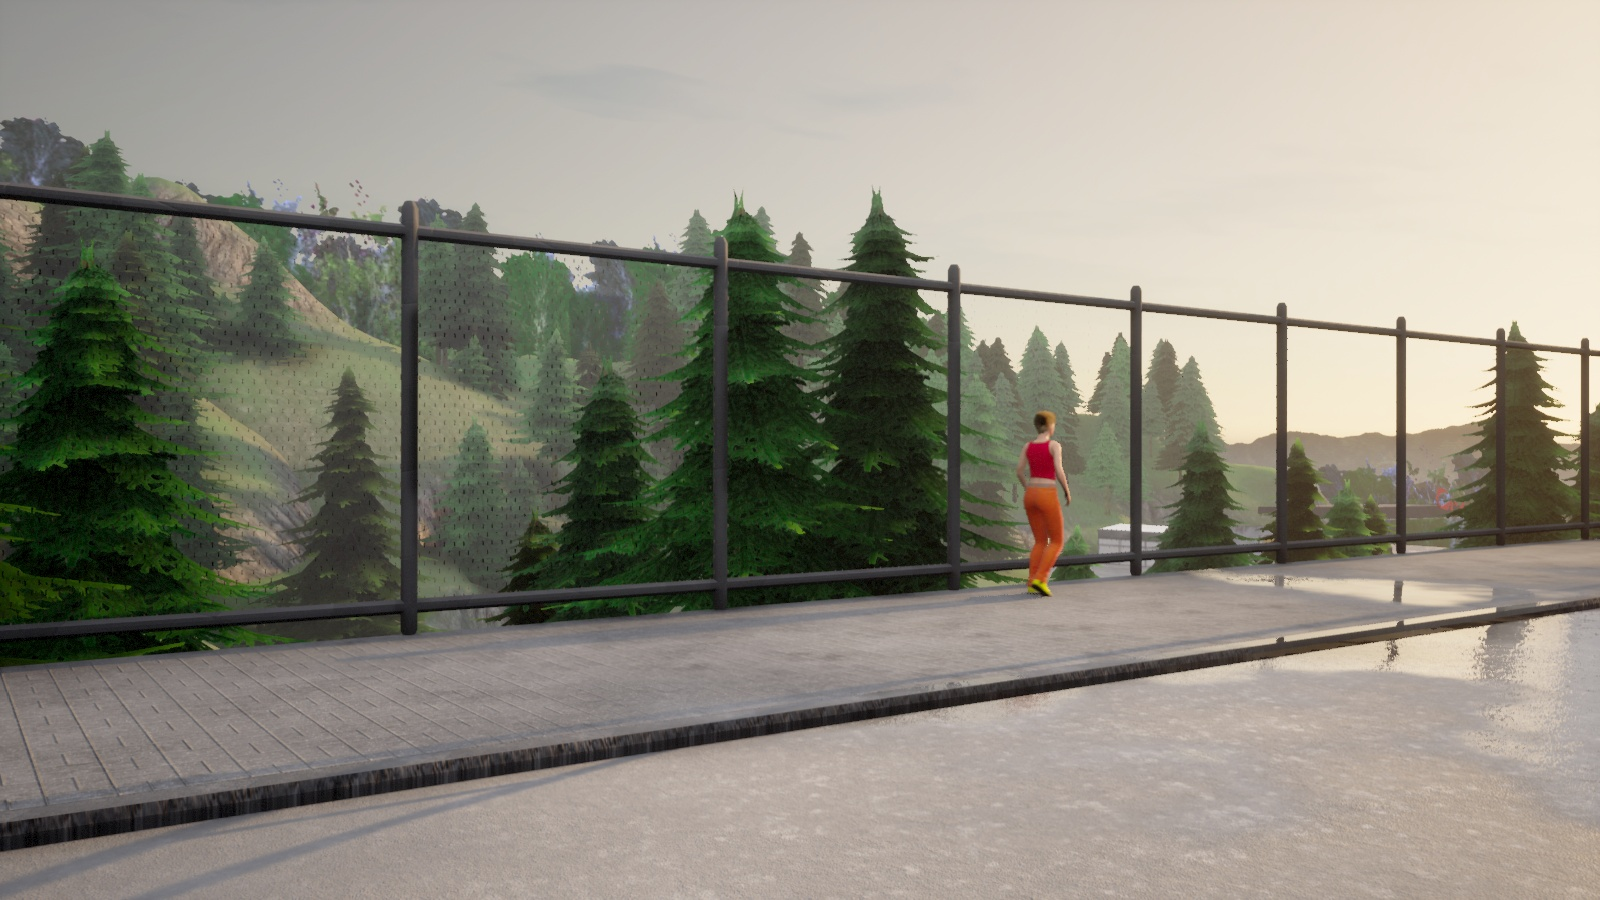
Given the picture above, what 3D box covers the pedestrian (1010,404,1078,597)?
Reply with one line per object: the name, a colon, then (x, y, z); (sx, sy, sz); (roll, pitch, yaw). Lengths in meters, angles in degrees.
pedestrian: (2.386, 0.477, 12.272); (0.594, 1.836, 0.345); (0, 0, -41)
